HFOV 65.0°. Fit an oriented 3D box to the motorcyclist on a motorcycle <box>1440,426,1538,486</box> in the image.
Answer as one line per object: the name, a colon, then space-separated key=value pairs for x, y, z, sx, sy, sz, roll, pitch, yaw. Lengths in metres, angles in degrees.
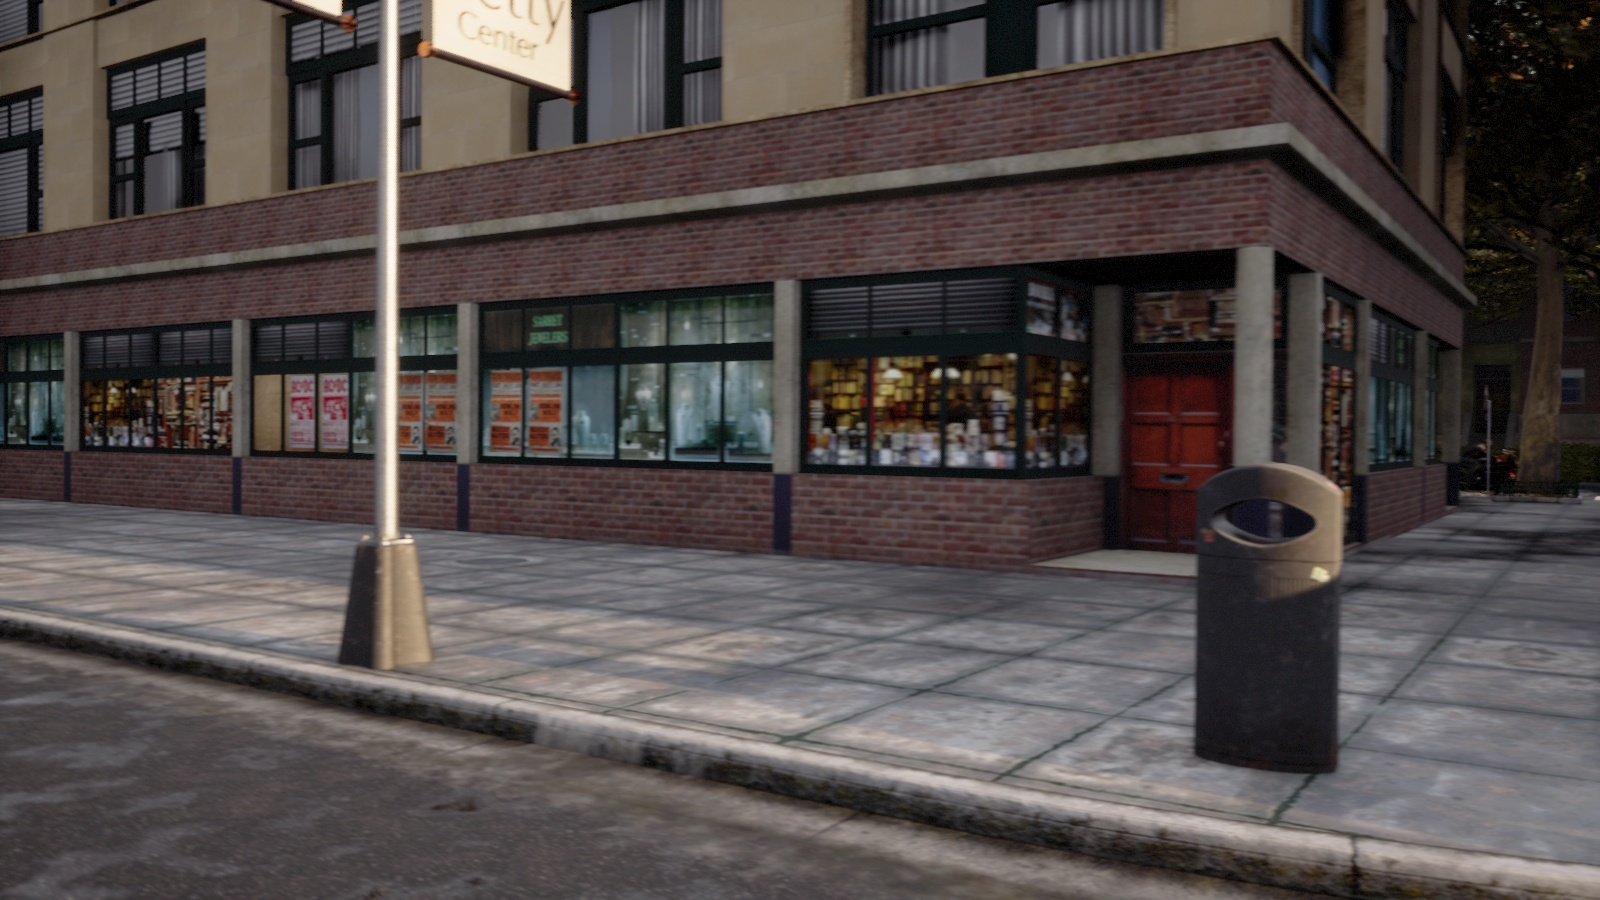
motorcyclist on a motorcycle: x=18.091 y=0.152 z=32.991 sx=2.191 sy=1.530 sz=0.866 roll=0 pitch=1 yaw=34
